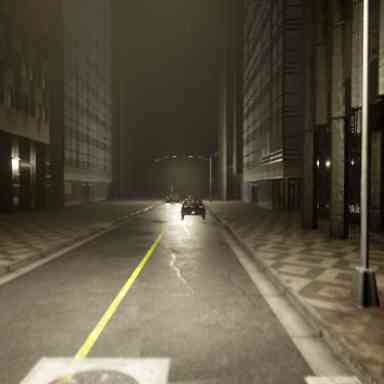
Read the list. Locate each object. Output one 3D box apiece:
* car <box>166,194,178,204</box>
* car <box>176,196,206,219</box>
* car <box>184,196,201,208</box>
[{"bbox_3d":[-3.022,1.115,53.626,1.837,1.490,4.892,0,0,0],"label":"car"},{"bbox_3d":[0.090,1.280,26.646,2.128,1.511,4.902,0,0,0],"label":"car"},{"bbox_3d":[0.082,1.217,43.574,2.033,1.411,5.357,0,0,0],"label":"car"}]
